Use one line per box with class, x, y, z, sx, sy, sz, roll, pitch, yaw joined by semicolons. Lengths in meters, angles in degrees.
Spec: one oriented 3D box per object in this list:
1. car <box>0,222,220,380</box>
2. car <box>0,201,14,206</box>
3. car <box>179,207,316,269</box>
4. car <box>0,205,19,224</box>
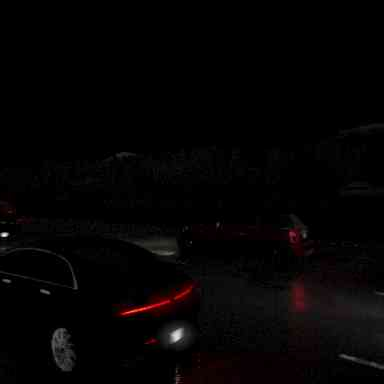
car;-2.151;1.507;5.527;4.892;1.490;1.837;0;0;35
car;-17.322;1.484;29.150;5.008;1.535;1.882;0;0;35
car;1.715;1.353;11.366;4.553;1.767;2.097;0;0;35
car;-9.738;1.509;15.221;4.892;1.490;1.837;0;0;35
